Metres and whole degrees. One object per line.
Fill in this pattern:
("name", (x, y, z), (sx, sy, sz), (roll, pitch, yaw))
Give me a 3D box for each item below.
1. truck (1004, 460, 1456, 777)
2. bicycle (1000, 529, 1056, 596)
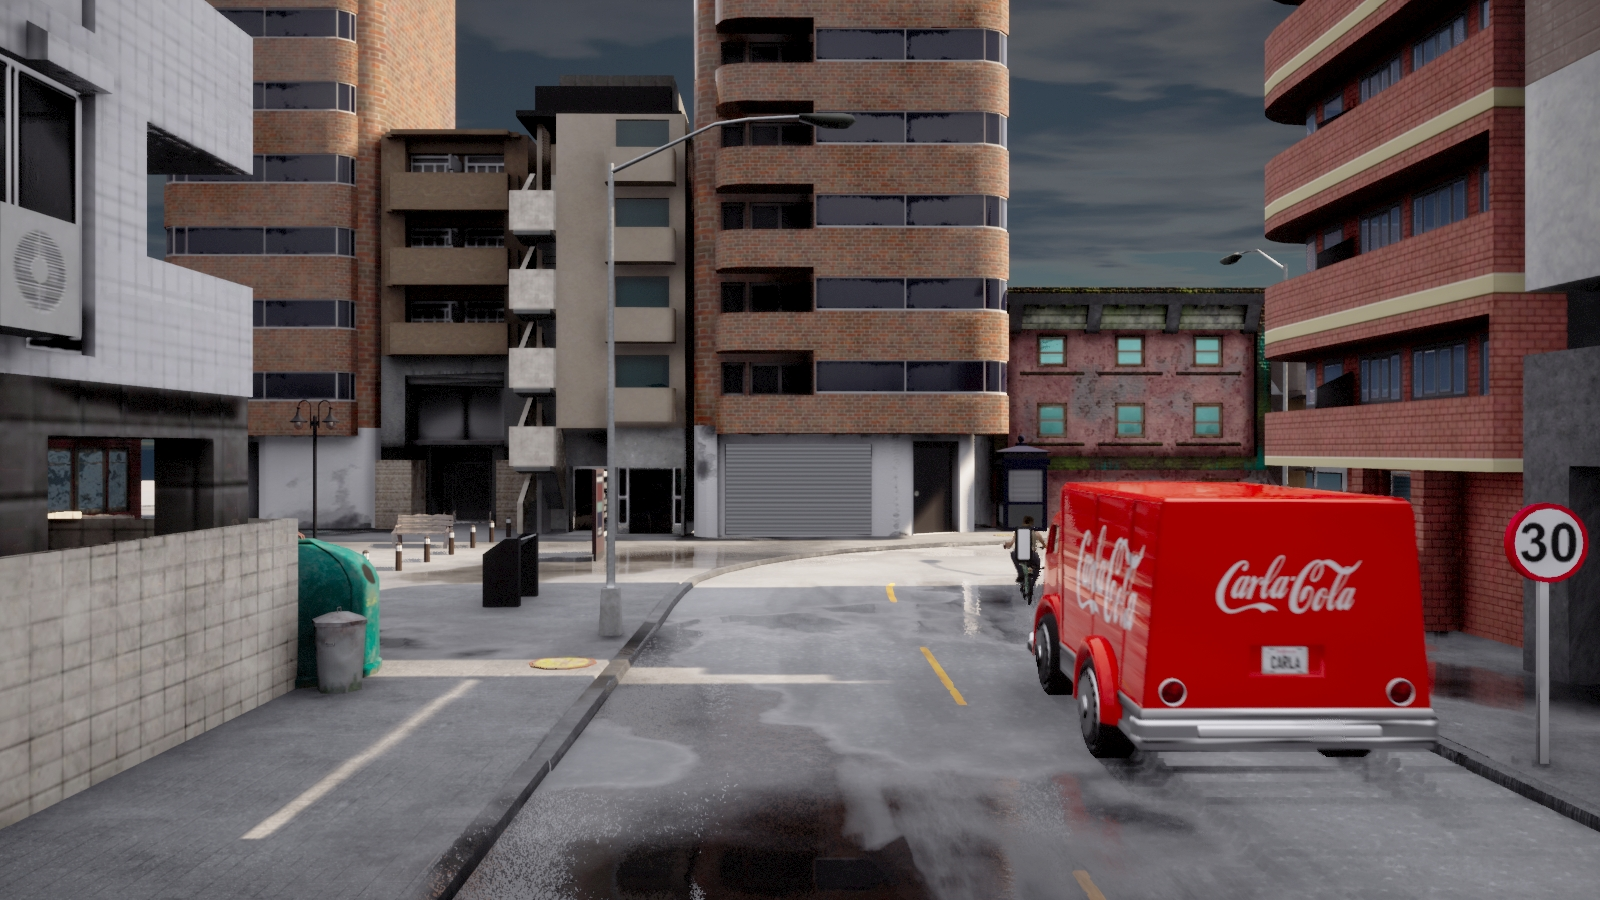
("truck", (3.869, 1.353, 11.653), (2.627, 2.467, 5.204), (0, 0, 0))
("bicycle", (4.171, 2.045, 20.998), (0.859, 1.080, 1.487), (1, 0, 6))
